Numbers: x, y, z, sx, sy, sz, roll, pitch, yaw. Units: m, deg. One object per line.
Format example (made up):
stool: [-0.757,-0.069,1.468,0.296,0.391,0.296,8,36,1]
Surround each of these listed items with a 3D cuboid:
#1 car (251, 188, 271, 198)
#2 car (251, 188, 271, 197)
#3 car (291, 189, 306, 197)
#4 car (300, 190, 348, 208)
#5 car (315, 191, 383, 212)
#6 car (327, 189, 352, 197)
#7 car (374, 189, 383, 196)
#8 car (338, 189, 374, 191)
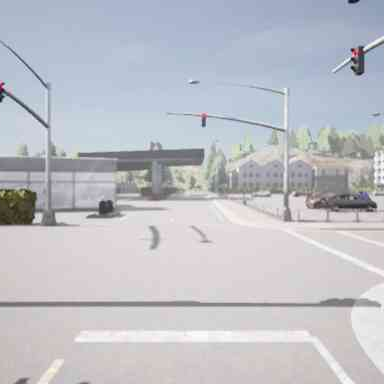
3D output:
car: [13.660,0.364,66.048,3.806,1.475,1.970,0,1,0]
car: [14.302,0.030,69.362,3.866,1.878,1.905,0,1,0]
car: [22.139,0.101,66.005,4.605,1.855,1.932,0,1,0]
car: [13.399,0.849,31.795,5.027,1.636,2.152,0,1,0]
car: [13.423,0.905,28.658,4.514,1.523,2.007,0,1,0]
car: [32.213,0.197,72.857,4.514,1.523,2.007,0,1,0]
car: [39.229,0.187,69.129,3.806,1.475,1.970,0,1,0]
car: [21.181,0.660,43.569,3.633,1.501,1.845,0,1,0]
